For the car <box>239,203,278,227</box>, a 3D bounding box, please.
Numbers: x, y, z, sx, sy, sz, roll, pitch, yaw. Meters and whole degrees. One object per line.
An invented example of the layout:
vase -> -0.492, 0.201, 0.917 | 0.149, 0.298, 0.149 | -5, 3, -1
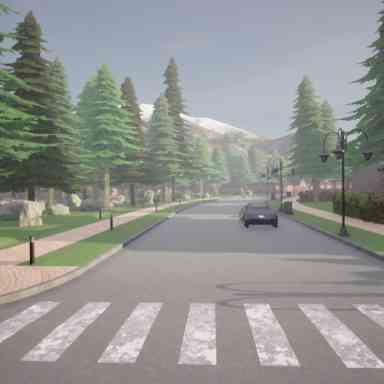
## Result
car -> 4.111, 1.356, 20.994 | 1.994, 1.385, 4.181 | -1, 1, 4
